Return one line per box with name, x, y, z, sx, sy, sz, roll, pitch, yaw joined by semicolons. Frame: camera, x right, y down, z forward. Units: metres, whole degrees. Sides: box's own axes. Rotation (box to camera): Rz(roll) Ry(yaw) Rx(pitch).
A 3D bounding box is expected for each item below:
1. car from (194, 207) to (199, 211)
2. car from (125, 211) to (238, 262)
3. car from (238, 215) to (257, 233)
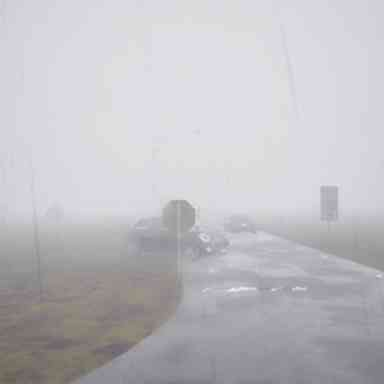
car;-0.093;3.004;48.896;2.097;1.767;4.553;0;-2;-3
car;-0.667;1.827;14.326;4.553;1.767;2.097;-3;-3;32
car;3.683;2.440;25.970;1.994;1.385;4.181;0;-2;-3
